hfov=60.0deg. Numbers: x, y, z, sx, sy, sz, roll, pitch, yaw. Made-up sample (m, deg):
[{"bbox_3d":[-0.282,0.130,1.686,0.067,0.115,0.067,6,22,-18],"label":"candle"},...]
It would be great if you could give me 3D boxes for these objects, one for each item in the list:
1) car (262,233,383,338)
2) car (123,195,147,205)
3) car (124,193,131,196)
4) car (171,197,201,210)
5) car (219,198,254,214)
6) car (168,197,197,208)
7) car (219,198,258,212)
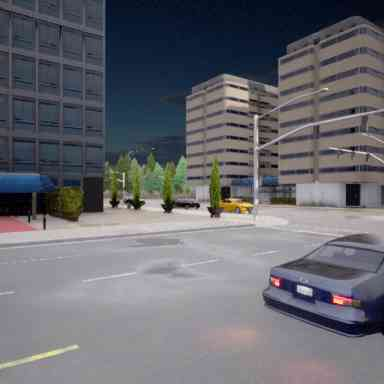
[{"bbox_3d":[3.768,1.547,6.510,5.357,1.411,2.033,0,0,-35],"label":"car"},{"bbox_3d":[-9.418,1.601,55.909,1.895,1.301,4.718,0,0,-35],"label":"car"},{"bbox_3d":[-11.564,1.226,65.188,2.150,2.045,5.566,0,0,-35],"label":"car"},{"bbox_3d":[-0.852,1.601,43.655,1.895,1.301,4.718,0,0,-35],"label":"car"},{"bbox_3d":[4.509,1.478,36.001,1.882,1.535,5.008,0,0,-35],"label":"car"},{"bbox_3d":[-1.484,1.492,50.656,2.128,1.511,4.902,0,0,-35],"label":"car"},{"bbox_3d":[5.608,1.505,40.535,1.837,1.490,4.892,0,0,-35],"label":"car"}]
